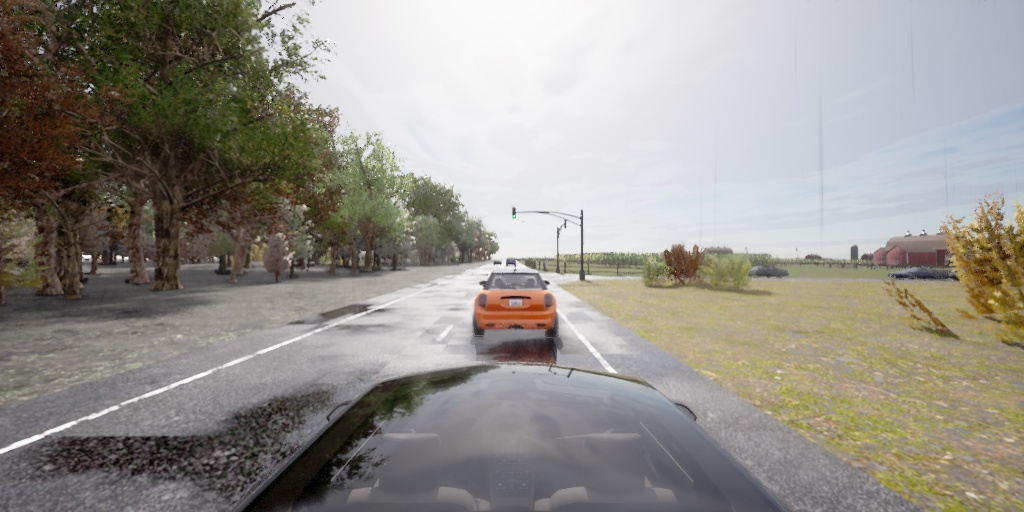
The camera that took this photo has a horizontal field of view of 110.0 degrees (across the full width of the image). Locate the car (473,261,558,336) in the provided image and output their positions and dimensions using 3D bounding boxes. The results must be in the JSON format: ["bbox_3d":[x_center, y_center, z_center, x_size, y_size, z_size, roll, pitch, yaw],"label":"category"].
[{"bbox_3d":[0.080,1.142,10.647,2.097,1.767,4.553,0,0,0],"label":"car"}]

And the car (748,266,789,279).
[{"bbox_3d":[28.652,1.841,41.146,5.357,1.411,2.033,1,-1,0],"label":"car"}]

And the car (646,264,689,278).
[{"bbox_3d":[17.899,1.668,41.187,4.902,1.511,2.128,1,-1,1],"label":"car"}]

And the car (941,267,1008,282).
[{"bbox_3d":[48.890,1.929,37.477,4.902,1.511,2.128,1,-1,1],"label":"car"}]

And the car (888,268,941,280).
[{"bbox_3d":[46.501,2.036,41.073,5.357,1.411,2.033,1,-1,1],"label":"car"}]
